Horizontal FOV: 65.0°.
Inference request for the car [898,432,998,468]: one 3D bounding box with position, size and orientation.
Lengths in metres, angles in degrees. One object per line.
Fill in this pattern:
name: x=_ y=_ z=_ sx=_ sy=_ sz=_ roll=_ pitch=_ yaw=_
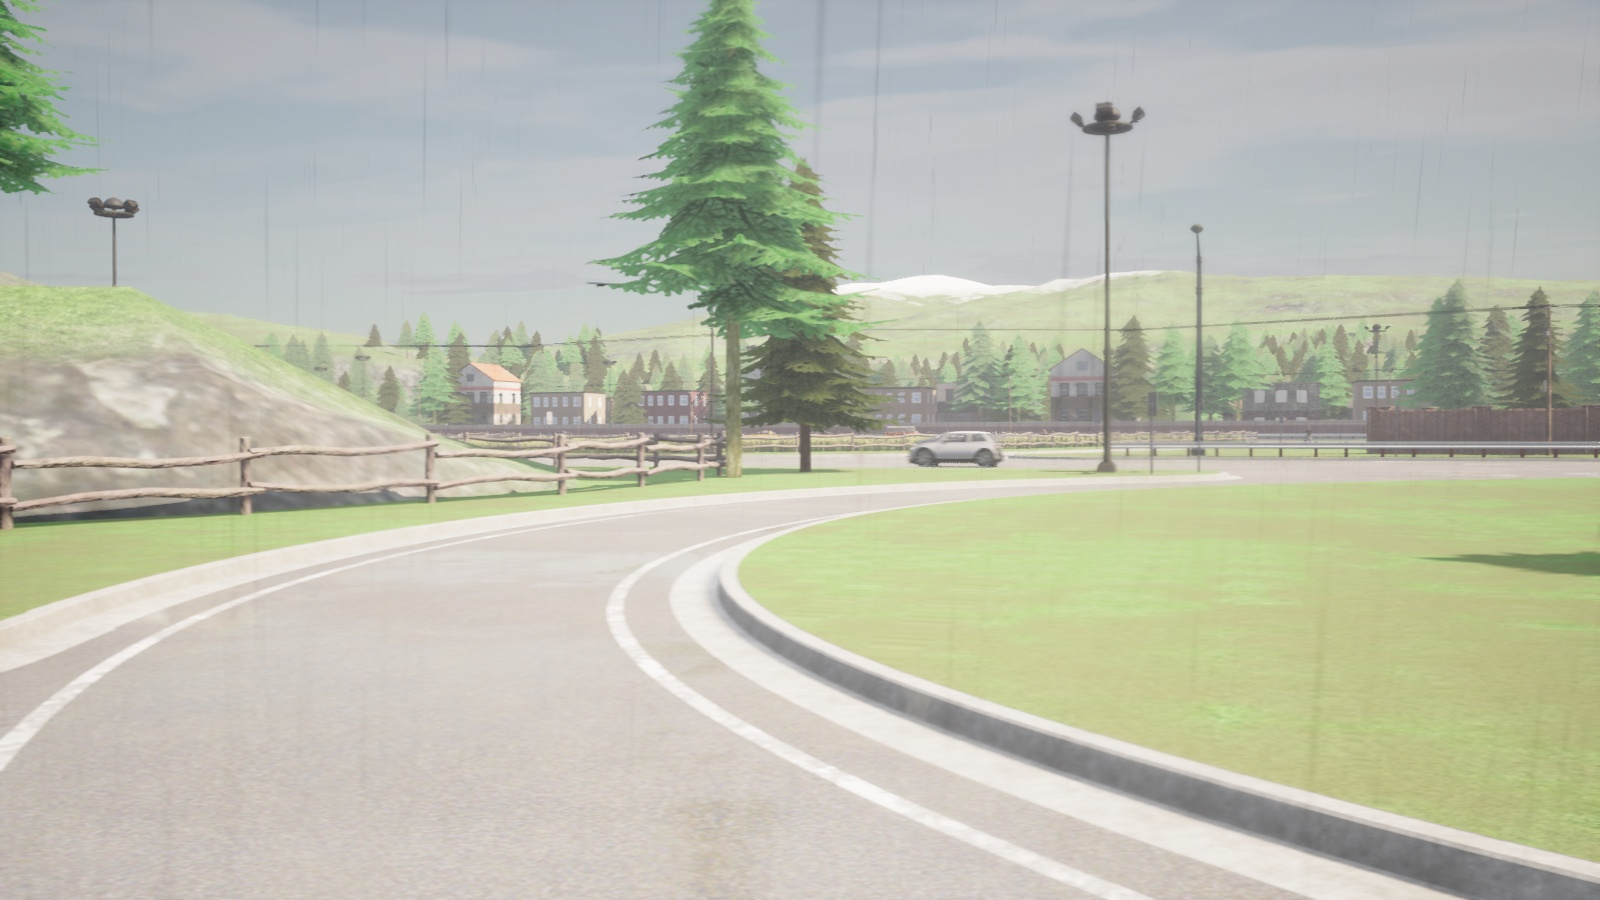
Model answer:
car: x=6.197 y=-0.024 z=52.401 sx=3.806 sy=1.475 sz=1.970 roll=1 pitch=1 yaw=18
